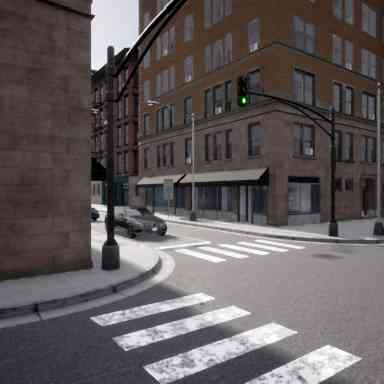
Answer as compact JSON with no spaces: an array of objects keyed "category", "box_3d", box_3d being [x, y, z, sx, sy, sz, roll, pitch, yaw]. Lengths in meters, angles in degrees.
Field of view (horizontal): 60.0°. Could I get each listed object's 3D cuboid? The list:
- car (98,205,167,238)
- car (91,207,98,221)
[{"category":"car","box_3d":[-3.064,1.436,17.271,1.812,1.442,4.674,0,0,-35]},{"category":"car","box_3d":[-8.719,1.398,25.197,2.033,1.411,5.357,0,0,-36]}]
